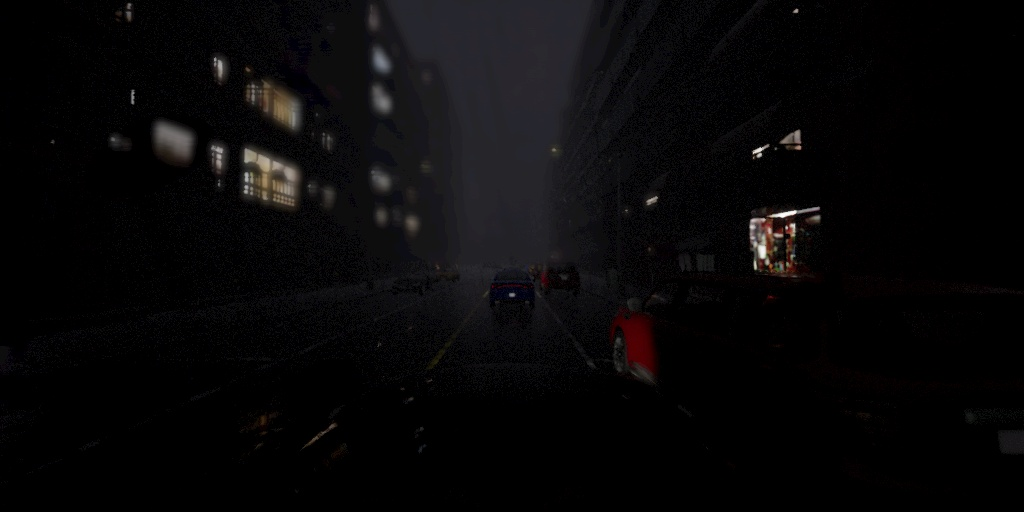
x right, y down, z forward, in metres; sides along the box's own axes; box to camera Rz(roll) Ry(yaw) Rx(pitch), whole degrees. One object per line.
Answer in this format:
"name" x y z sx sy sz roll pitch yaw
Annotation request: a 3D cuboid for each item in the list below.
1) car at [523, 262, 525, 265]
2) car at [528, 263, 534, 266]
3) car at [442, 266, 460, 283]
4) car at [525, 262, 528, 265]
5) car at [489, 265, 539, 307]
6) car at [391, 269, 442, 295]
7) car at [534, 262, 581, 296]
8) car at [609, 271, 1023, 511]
"car" 3.166 1.754 55.815 1.882 1.535 5.008 0 -1 0
"car" 2.706 1.483 32.114 1.967 1.591 4.097 0 0 0
"car" -5.675 1.569 31.982 1.751 1.417 4.829 0 0 0
"car" 3.173 1.666 49.005 1.801 1.575 5.366 0 -1 0
"car" 0.012 1.368 16.333 1.882 1.535 5.008 0 0 0
"car" -5.680 1.486 21.016 2.007 1.370 4.403 0 0 0
"car" 2.701 1.250 20.978 2.192 1.841 5.009 0 0 0
"car" 2.692 1.089 4.276 2.192 1.841 5.009 0 0 0
